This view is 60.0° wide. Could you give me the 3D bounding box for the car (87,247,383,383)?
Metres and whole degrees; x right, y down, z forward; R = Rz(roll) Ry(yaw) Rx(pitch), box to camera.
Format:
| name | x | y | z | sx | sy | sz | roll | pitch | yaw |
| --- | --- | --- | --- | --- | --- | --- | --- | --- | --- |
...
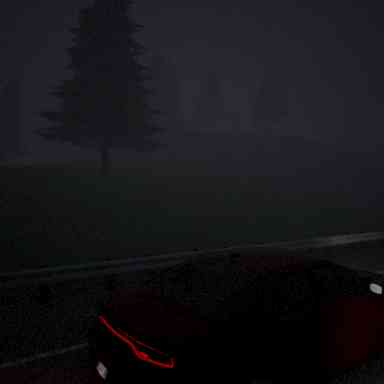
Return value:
| name | x | y | z | sx | sy | sz | roll | pitch | yaw |
| --- | --- | --- | --- | --- | --- | --- | --- | --- | --- |
| car | 1.200 | 1.509 | 4.503 | 5.008 | 1.535 | 1.882 | 1 | 0 | -35 |
